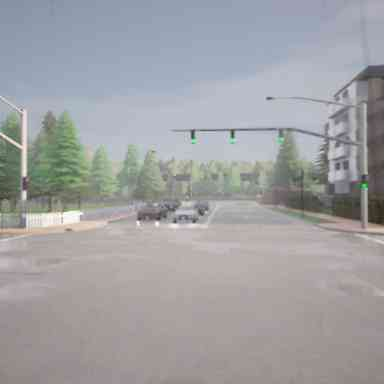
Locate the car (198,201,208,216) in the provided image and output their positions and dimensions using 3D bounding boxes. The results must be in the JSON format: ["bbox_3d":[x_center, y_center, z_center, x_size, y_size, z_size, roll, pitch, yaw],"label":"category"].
[{"bbox_3d":[0.449,2.015,38.012,1.895,1.301,4.718,0,-1,6],"label":"car"}]

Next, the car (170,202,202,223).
[{"bbox_3d":[-0.457,1.844,28.956,1.812,1.442,4.674,0,-1,6],"label":"car"}]

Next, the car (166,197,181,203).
[{"bbox_3d":[-2.636,1.694,42.239,2.150,2.045,5.566,0,-1,6],"label":"car"}]

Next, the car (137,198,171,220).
[{"bbox_3d":[-3.706,1.713,31.623,2.097,1.767,4.553,0,-1,6],"label":"car"}]
